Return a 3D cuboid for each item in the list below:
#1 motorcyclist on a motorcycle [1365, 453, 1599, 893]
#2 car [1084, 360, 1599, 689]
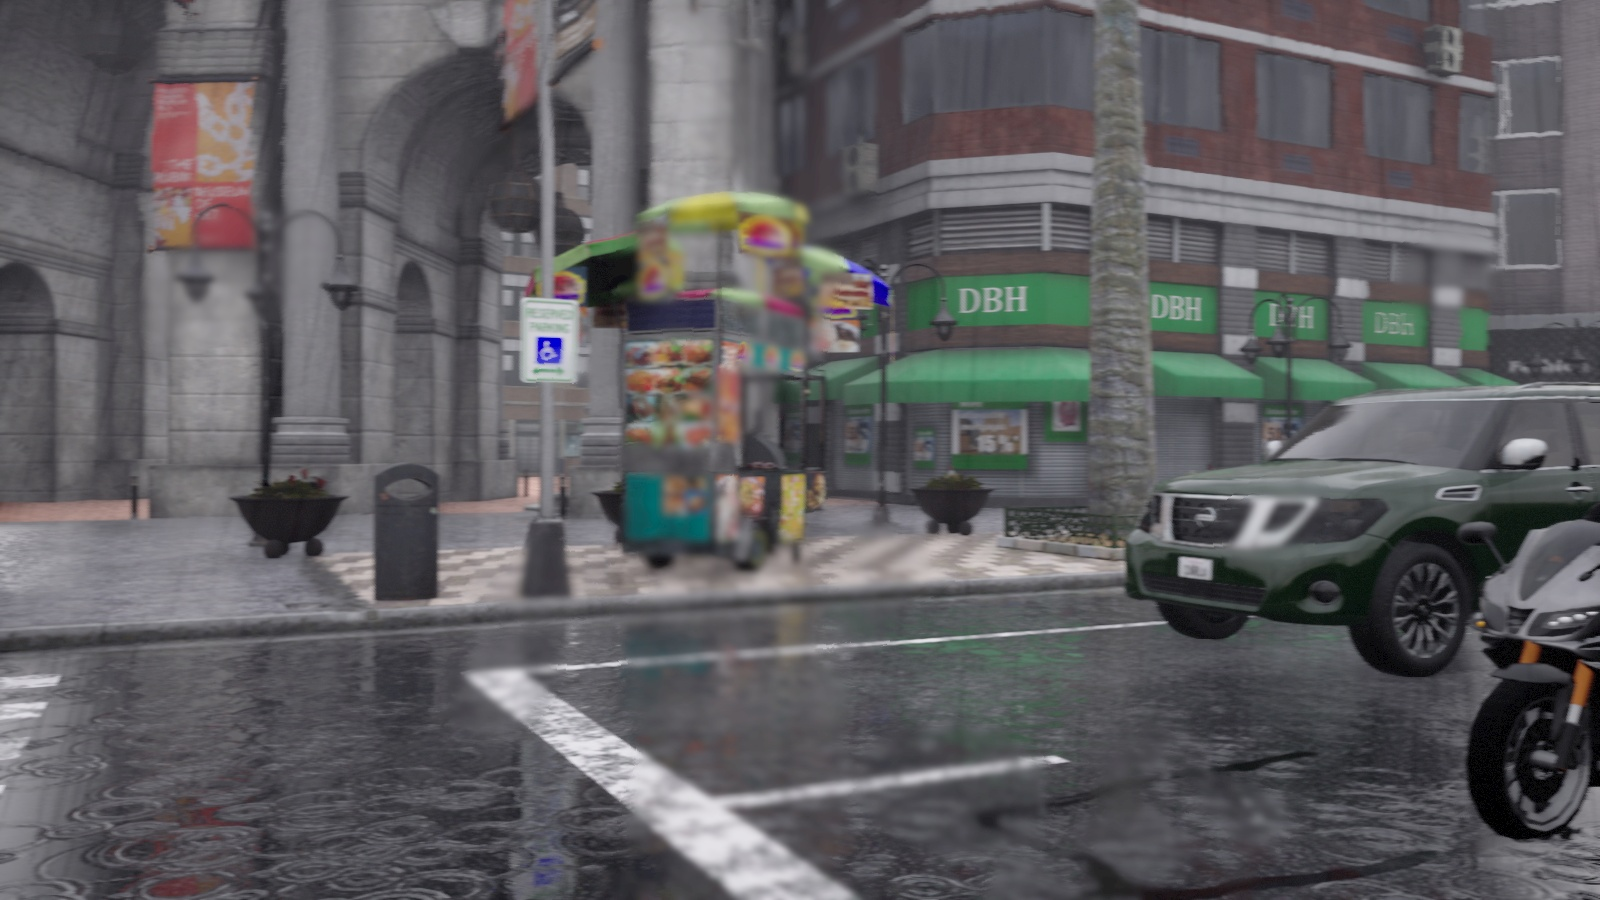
[{"bbox_3d":[3.487,0.778,5.255,2.191,1.530,0.866,0,0,-27],"label":"motorcyclist on a motorcycle"},{"bbox_3d":[5.163,0.464,10.010,5.566,2.045,2.150,0,0,-27],"label":"car"}]
